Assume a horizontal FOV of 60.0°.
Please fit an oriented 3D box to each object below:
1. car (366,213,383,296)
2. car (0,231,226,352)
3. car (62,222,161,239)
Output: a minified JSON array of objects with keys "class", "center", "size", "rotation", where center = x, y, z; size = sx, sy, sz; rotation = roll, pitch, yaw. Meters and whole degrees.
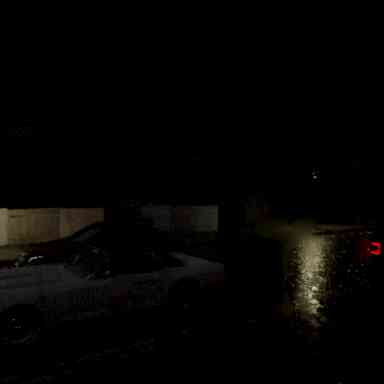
[{"class":"car","center":[6.268,1.356,7.664],"size":[5.566,2.045,2.150],"rotation":[1,-1,-34]},{"class":"car","center":[-1.719,1.670,6.376],"size":[4.718,1.301,1.895],"rotation":[1,-1,-34]},{"class":"car","center":[-2.520,1.632,9.767],"size":[4.674,1.442,1.812],"rotation":[1,-1,-34]}]
